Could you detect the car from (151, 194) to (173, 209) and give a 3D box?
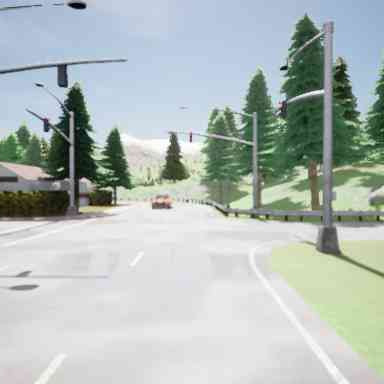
[{"bbox_3d":[-3.319,0.988,37.476,2.097,1.767,4.553,0,0,1],"label":"car"}]
